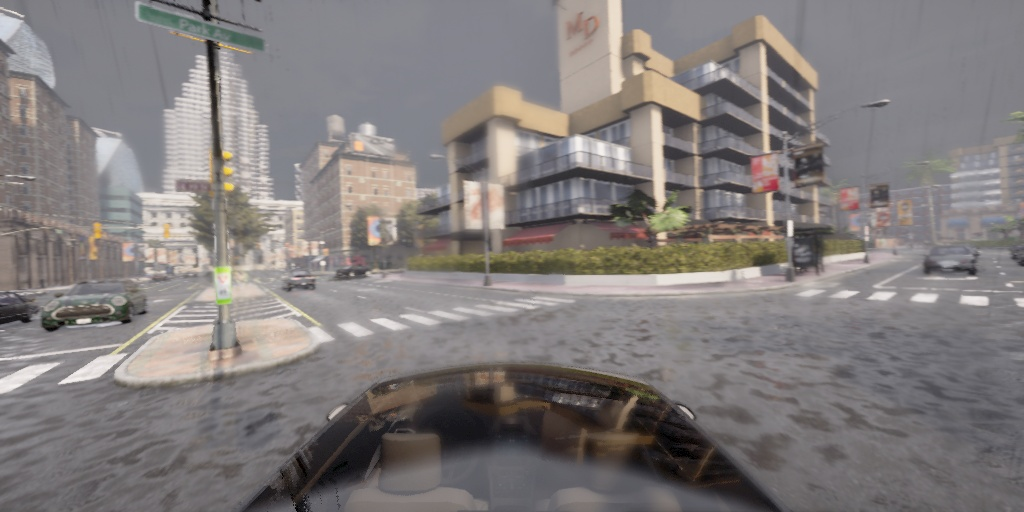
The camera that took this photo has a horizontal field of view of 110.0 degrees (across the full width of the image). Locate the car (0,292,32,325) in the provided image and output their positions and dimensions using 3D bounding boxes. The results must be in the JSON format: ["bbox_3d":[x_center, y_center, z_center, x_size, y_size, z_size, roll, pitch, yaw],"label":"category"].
[{"bbox_3d":[-20.215,2.093,13.581,2.033,1.411,5.357,-2,0,-38],"label":"car"}]

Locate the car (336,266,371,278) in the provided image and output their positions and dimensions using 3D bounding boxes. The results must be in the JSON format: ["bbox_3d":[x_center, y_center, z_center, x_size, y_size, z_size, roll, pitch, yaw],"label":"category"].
[{"bbox_3d":[-21.106,2.032,48.022,1.882,1.535,5.008,-3,0,19],"label":"car"}]

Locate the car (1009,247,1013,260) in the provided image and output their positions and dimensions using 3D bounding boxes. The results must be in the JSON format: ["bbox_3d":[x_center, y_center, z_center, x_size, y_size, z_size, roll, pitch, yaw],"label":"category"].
[{"bbox_3d":[42.389,-0.361,29.371,4.718,1.301,1.895,-2,0,-37],"label":"car"}]

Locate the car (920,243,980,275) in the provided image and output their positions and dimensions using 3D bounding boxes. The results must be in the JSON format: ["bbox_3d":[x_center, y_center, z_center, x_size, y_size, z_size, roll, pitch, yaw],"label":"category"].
[{"bbox_3d":[25.205,0.222,20.637,4.902,1.511,2.128,-2,0,-37],"label":"car"}]

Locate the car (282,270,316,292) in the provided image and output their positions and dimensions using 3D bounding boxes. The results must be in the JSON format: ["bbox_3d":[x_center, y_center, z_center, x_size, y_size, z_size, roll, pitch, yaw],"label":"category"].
[{"bbox_3d":[-16.709,1.886,28.103,2.128,1.511,4.902,-2,0,-38],"label":"car"}]

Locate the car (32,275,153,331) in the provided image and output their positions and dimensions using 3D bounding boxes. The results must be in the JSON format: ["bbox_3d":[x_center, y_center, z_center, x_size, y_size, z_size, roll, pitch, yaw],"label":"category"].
[{"bbox_3d":[-16.352,1.743,14.302,2.097,1.767,4.553,-2,0,-38],"label":"car"}]

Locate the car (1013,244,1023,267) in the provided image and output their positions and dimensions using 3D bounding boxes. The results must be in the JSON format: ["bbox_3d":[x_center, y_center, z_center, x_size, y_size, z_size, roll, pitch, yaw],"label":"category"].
[{"bbox_3d":[34.351,-0.111,23.226,4.674,1.442,1.812,-2,0,-37],"label":"car"}]
